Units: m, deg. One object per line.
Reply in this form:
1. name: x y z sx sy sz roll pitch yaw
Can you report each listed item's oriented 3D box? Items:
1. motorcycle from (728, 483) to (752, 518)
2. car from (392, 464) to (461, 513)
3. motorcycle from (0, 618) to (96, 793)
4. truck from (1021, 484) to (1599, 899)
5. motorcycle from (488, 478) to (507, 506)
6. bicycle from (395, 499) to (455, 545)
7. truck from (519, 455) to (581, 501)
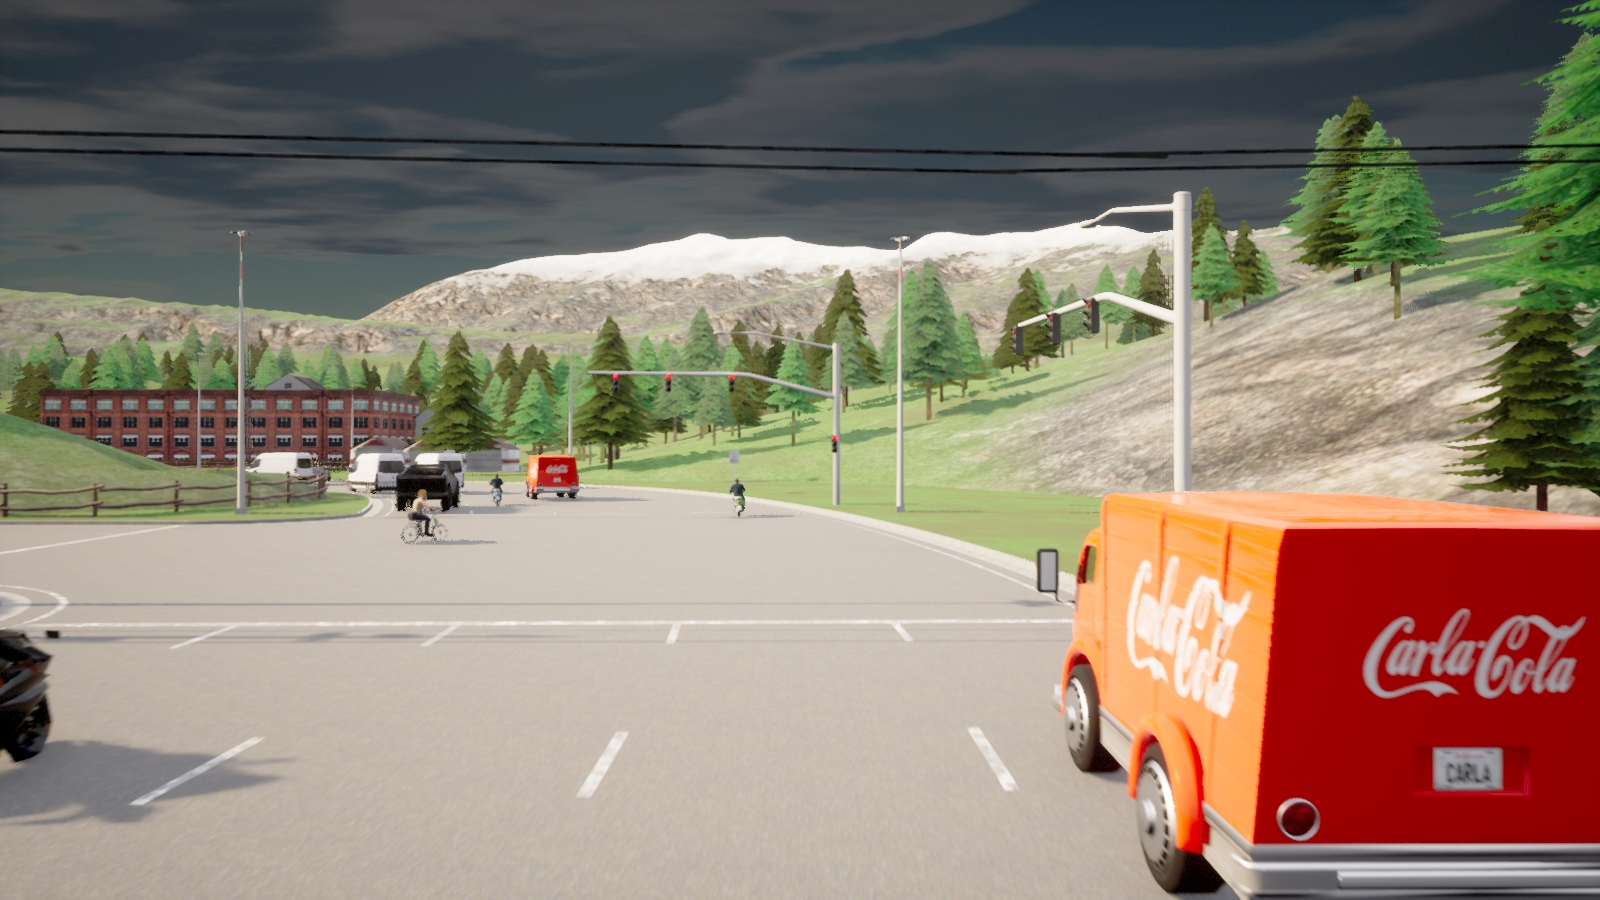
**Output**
1. motorcycle: -2.546 2.126 48.332 0.856 1.316 1.805 -5 0 -4
2. car: -17.398 1.736 53.548 2.390 2.098 6.274 0 0 -12
3. motorcycle: -7.039 2.201 9.633 0.867 1.251 2.209 0 0 -1
4. truck: 3.484 1.565 8.507 2.627 2.467 5.204 0 0 -1
5. motorcycle: -15.316 2.123 57.833 0.856 1.316 1.805 -1 1 -17
6. bicycle: -11.245 2.146 34.289 1.487 1.276 0.859 0 -1 -45
7. truck: -14.403 1.547 65.555 2.627 2.467 5.204 0 0 -23
